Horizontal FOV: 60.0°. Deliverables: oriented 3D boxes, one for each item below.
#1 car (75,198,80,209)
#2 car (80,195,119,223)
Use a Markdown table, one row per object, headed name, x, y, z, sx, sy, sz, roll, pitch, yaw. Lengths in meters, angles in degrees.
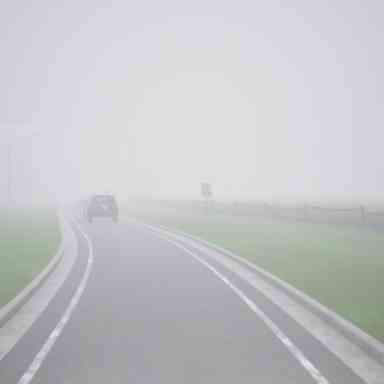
| name | x | y | z | sx | sy | sz | roll | pitch | yaw |
| --- | --- | --- | --- | --- | --- | --- | --- | --- | --- |
| car | -15.437 | 1.570 | 46.859 | 1.994 | 1.385 | 4.181 | 0 | 0 | -21 |
| car | -7.196 | 1.218 | 26.012 | 2.150 | 2.045 | 5.566 | 0 | 0 | -23 |
